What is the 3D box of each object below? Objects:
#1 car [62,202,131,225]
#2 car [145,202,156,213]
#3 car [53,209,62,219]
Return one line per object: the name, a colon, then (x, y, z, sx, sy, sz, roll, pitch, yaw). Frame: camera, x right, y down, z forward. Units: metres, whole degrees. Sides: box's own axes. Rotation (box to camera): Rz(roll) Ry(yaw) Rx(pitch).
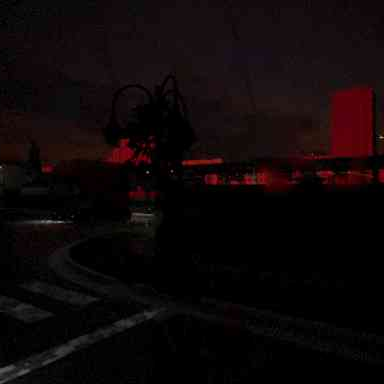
car: (-6.781, 1.525, 24.906, 1.882, 1.535, 5.008, 0, 0, 36)
car: (-3.043, 1.550, 36.407, 1.812, 1.442, 4.674, 0, 0, 36)
car: (-8.891, 1.572, 28.139, 2.033, 1.411, 5.357, 0, 0, 35)
